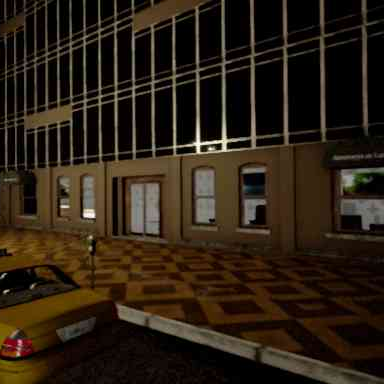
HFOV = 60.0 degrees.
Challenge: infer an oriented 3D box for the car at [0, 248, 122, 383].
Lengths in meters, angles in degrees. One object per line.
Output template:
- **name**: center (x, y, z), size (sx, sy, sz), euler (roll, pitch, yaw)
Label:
- **car**: center (-3.200, 1.563, 5.160), size (4.829, 1.417, 1.752), euler (0, -1, 35)
